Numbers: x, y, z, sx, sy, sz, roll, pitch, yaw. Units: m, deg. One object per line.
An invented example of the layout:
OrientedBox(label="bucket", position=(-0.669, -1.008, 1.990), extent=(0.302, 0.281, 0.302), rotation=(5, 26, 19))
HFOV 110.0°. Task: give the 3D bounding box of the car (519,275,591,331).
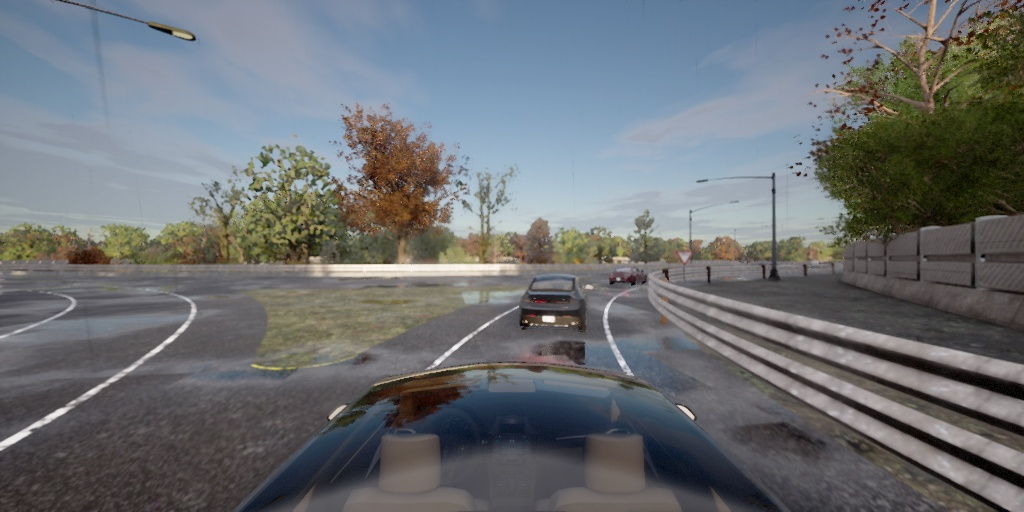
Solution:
OrientedBox(label="car", position=(1.460, 1.331, 11.369), extent=(1.837, 1.490, 4.892), rotation=(0, 0, 13))

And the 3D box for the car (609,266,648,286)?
OrientedBox(label="car", position=(8.883, 1.477, 27.297), extent=(1.812, 1.442, 4.674), rotation=(0, 0, 35))
